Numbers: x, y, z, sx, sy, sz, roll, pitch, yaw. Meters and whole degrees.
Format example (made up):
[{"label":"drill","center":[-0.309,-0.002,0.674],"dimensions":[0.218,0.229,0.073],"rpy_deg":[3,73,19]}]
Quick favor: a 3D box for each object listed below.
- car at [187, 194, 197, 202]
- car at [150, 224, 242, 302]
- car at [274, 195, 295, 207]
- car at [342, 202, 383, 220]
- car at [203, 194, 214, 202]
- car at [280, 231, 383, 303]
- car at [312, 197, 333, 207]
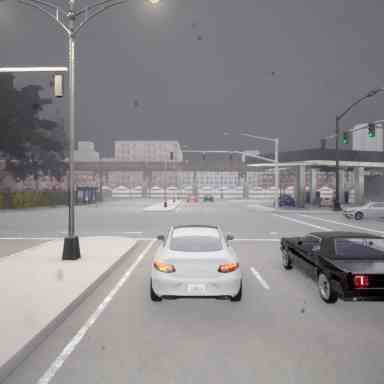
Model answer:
[{"label":"car","center":[0.028,1.250,72.332],"dimensions":[2.097,1.767,4.553],"rpy_deg":[0,0,0]},{"label":"car","center":[0.085,1.517,8.145],"dimensions":[1.812,1.442,4.674],"rpy_deg":[0,0,0]},{"label":"car","center":[13.230,1.262,47.682],"dimensions":[2.242,1.667,4.611],"rpy_deg":[0,0,0]},{"label":"car","center":[14.899,1.523,27.498],"dimensions":[4.674,1.442,1.812],"rpy_deg":[0,0,-1]},{"label":"car","center":[3.528,1.257,72.331],"dimensions":[2.097,1.767,4.553],"rpy_deg":[0,0,0]},{"label":"car","center":[3.591,1.599,8.128],"dimensions":[1.895,1.301,4.718],"rpy_deg":[0,0,0]},{"label":"car","center":[18.975,1.434,48.443],"dimensions":[1.970,1.475,3.806],"rpy_deg":[0,0,0]}]
